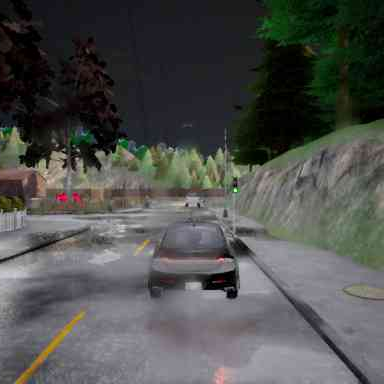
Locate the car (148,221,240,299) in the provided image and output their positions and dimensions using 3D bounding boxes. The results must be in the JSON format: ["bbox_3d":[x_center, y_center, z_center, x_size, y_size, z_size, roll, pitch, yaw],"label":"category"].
[{"bbox_3d":[0.054,1.492,8.461,2.128,1.511,4.902,0,0,1],"label":"car"}]

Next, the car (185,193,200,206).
[{"bbox_3d":[0.138,1.221,53.896,2.150,2.045,5.566,0,0,0],"label":"car"}]
